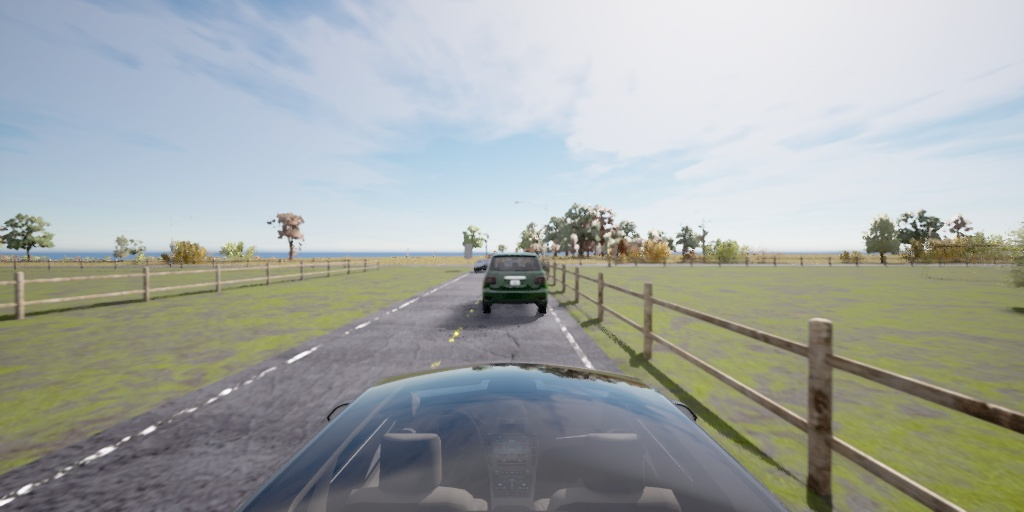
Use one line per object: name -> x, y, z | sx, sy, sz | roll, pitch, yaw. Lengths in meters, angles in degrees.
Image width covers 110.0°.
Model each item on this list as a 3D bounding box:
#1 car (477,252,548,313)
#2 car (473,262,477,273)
car -> 0.094, 0.865, 13.551 | 2.150, 2.045, 5.566 | 0, 1, 0
car -> -2.834, 0.973, 36.979 | 2.033, 1.411, 5.357 | 0, 0, 0
